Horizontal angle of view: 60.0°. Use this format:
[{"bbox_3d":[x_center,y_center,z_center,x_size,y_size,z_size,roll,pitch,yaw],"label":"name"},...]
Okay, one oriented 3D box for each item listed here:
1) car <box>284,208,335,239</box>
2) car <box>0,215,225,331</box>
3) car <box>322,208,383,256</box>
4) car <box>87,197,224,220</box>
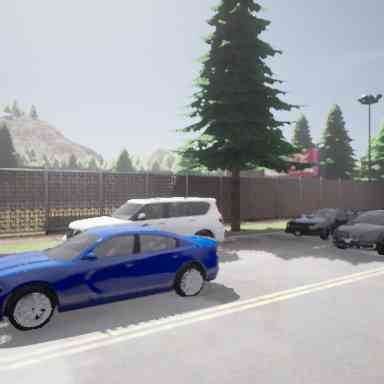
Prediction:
[{"bbox_3d":[7.152,1.532,16.980,5.357,1.411,2.033,0,0,-33],"label":"car"},{"bbox_3d":[-1.718,1.474,7.019,5.008,1.535,1.882,0,0,-33],"label":"car"},{"bbox_3d":[7.510,1.493,13.028,4.892,1.490,1.837,0,0,-33],"label":"car"},{"bbox_3d":[-1.427,1.215,11.389,5.566,2.045,2.150,0,0,-33],"label":"car"}]
